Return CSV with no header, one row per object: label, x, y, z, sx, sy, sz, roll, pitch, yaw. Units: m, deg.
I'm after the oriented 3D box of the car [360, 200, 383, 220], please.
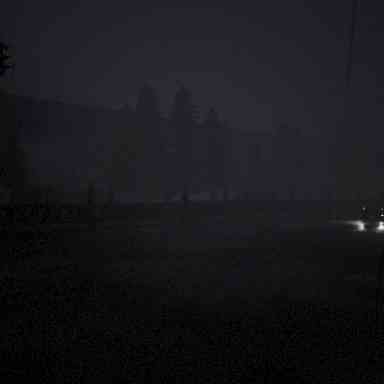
car,16.480,1.490,28.602,4.553,1.767,2.097,0,0,-35
